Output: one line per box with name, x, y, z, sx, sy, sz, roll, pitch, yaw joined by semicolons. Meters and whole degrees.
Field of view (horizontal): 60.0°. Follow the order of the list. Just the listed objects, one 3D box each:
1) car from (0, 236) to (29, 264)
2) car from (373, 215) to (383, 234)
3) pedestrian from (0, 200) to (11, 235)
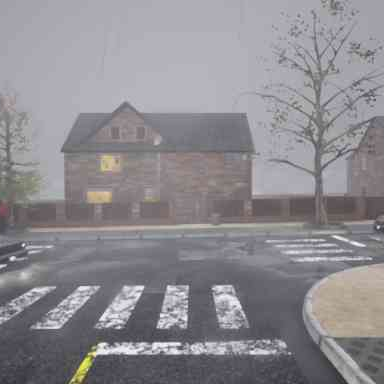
car;-8.137;1.716;10.594;5.357;1.411;2.033;-1;1;8
car;10.263;1.189;14.006;4.892;1.490;1.837;-1;1;0
pedestrian;-9.642;1.251;16.889;0.375;1.860;0.375;0;2;0
